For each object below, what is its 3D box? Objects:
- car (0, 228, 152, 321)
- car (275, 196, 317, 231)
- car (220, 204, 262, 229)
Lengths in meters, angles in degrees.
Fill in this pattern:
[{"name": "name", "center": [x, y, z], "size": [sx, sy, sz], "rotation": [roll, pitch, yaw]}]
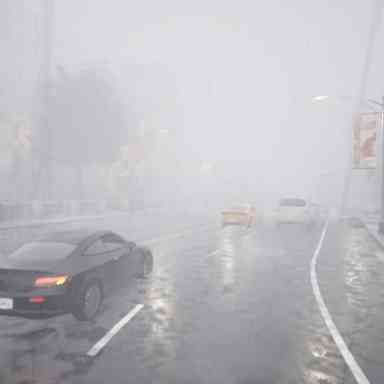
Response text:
[{"name": "car", "center": [-2.334, 1.508, 7.220], "size": [1.812, 1.442, 4.674], "rotation": [0, 0, 12]}, {"name": "car", "center": [6.962, 1.323, 22.135], "size": [2.150, 2.045, 5.566], "rotation": [1, 0, 24]}, {"name": "car", "center": [3.441, 1.552, 22.583], "size": [1.882, 1.535, 5.008], "rotation": [1, 0, 23]}]
